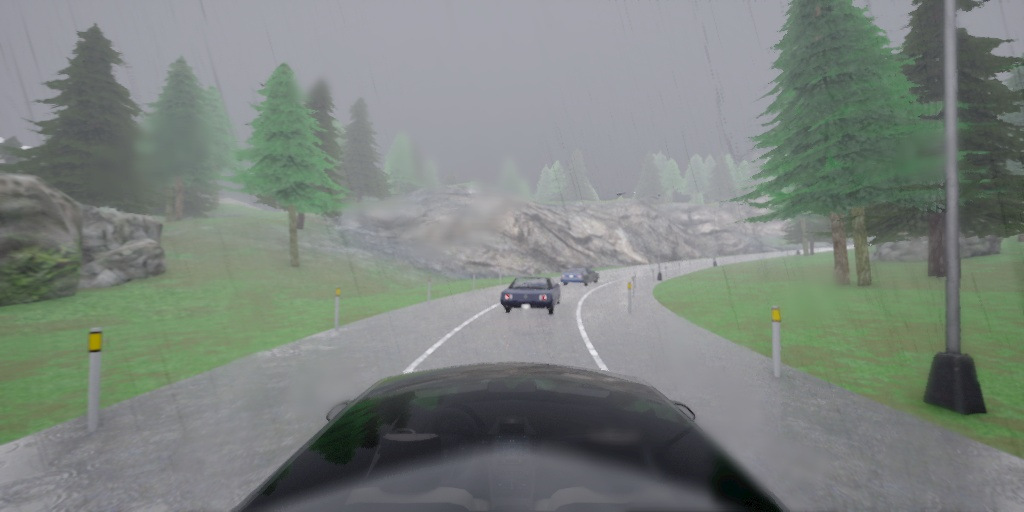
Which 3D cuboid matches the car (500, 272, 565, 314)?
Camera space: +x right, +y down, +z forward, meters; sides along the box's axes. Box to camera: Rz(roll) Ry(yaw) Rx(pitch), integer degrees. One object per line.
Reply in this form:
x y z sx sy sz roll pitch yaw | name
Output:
0.927 1.473 14.561 1.895 1.301 4.718 0 -1 12 | car

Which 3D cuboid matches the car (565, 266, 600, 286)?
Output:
5.242 1.464 27.355 2.033 1.411 5.357 0 0 26 | car
